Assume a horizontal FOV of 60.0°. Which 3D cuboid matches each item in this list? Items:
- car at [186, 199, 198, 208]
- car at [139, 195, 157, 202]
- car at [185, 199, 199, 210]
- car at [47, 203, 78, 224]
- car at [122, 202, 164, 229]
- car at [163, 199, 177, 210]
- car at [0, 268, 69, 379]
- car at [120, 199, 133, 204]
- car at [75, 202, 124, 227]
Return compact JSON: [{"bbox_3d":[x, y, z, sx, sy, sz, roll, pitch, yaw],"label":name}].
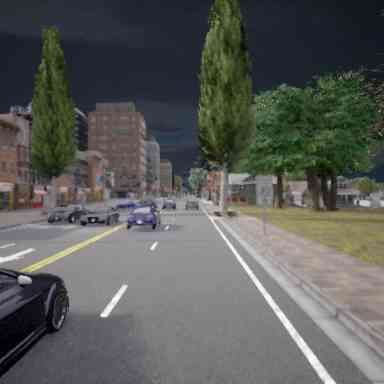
[{"bbox_3d":[0.011,1.854,54.981,1.895,1.301,4.718,-1,0,0],"label":"car"},{"bbox_3d":[-6.500,1.493,49.329,2.150,2.045,5.566,-1,-1,0],"label":"car"},{"bbox_3d":[0.007,1.679,45.745,2.128,1.511,4.902,-1,0,0],"label":"car"},{"bbox_3d":[-9.846,1.687,26.587,1.837,1.490,4.892,-1,0,0],"label":"car"},{"bbox_3d":[-3.152,1.629,22.311,1.812,1.442,4.674,-1,0,0],"label":"car"},{"bbox_3d":[-3.217,1.757,48.031,1.812,1.442,4.674,-1,0,1],"label":"car"},{"bbox_3d":[-3.150,1.602,4.194,1.994,1.385,4.181,0,0,0],"label":"car"},{"bbox_3d":[-9.748,1.780,49.274,1.882,1.535,5.008,-1,-1,0],"label":"car"},{"bbox_3d":[-6.597,1.706,24.176,1.994,1.385,4.181,-1,0,0],"label":"car"}]
